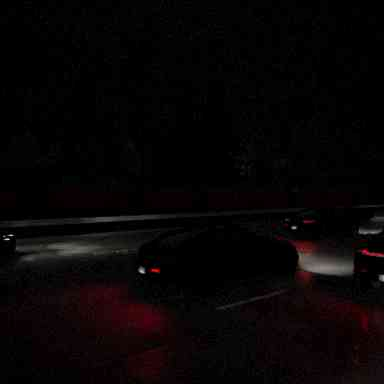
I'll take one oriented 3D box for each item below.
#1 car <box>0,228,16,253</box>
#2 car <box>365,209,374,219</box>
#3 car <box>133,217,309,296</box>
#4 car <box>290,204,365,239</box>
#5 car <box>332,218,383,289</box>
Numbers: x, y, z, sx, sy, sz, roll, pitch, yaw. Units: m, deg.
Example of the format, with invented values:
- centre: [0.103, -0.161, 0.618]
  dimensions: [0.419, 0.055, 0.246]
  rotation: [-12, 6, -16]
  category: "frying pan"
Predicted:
- centre: [-8.436, 1.478, 10.623]
  dimensions: [5.008, 1.535, 1.882]
  rotation: [0, 0, -36]
  category: "car"
- centre: [11.920, 1.601, 25.351]
  dimensions: [4.718, 1.301, 1.895]
  rotation: [0, 0, -36]
  category: "car"
- centre: [0.761, 1.525, 8.618]
  dimensions: [4.674, 1.442, 1.812]
  rotation: [0, 0, -36]
  category: "car"
- centre: [6.748, 1.525, 17.275]
  dimensions: [4.674, 1.442, 1.812]
  rotation: [0, 0, -36]
  category: "car"
- centre: [5.763, 1.489, 7.917]
  dimensions: [4.902, 1.511, 2.128]
  rotation: [0, 0, -36]
  category: "car"
